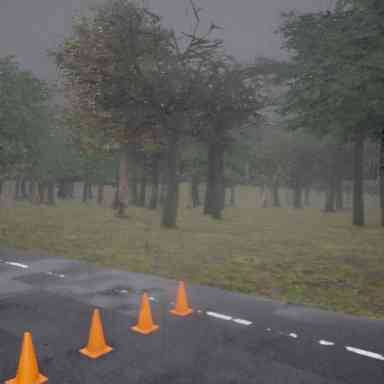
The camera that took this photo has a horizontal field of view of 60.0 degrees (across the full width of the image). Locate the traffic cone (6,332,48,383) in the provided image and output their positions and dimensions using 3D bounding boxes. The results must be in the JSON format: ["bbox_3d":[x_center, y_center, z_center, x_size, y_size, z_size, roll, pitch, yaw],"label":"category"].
[{"bbox_3d":[-1.973,1.983,3.991,0.340,0.580,0.340,0,-1,36],"label":"traffic cone"}]

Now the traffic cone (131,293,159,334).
[{"bbox_3d":[-0.794,2.002,5.604,0.340,0.580,0.340,0,-1,36],"label":"traffic cone"}]

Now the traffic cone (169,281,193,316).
[{"bbox_3d":[-0.204,2.011,6.410,0.340,0.580,0.340,0,-1,36],"label":"traffic cone"}]

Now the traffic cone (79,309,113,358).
[{"bbox_3d":[-1.383,1.993,4.797,0.340,0.580,0.340,0,-1,36],"label":"traffic cone"}]
